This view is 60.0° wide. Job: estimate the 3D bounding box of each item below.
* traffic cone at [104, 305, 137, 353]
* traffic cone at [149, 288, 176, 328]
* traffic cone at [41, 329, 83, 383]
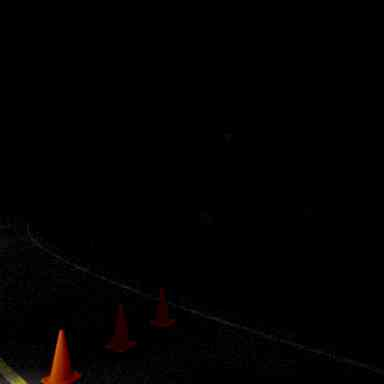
[{"bbox_3d":[-1.032,1.939,4.831,0.340,0.580,0.340,1,1,32],"label":"traffic cone"},{"bbox_3d":[-0.507,1.932,5.677,0.340,0.580,0.340,1,1,32],"label":"traffic cone"},{"bbox_3d":[-1.557,1.946,3.984,0.340,0.580,0.340,1,1,32],"label":"traffic cone"}]
